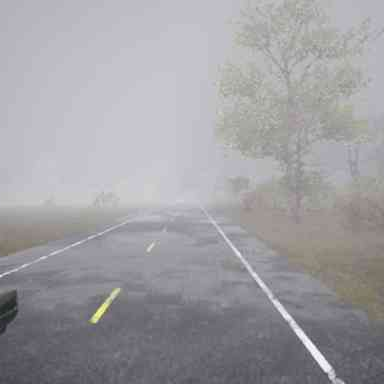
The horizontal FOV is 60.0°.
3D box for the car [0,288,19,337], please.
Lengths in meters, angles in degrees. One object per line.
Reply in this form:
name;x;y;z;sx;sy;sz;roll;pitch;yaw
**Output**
car;-3.501;1.621;2.706;1.895;1.301;4.718;0;0;0
